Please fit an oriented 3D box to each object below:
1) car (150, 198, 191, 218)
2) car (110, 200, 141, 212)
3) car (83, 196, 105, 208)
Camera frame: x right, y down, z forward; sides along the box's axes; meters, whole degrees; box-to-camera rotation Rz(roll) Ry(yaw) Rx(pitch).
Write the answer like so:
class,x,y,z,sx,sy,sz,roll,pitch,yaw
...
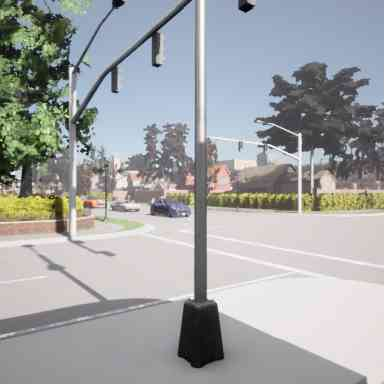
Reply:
class,x,y,z,sx,sy,sz,roll,pitch,yaw
car,-2.045,1.352,30.804,2.097,1.767,4.553,0,0,-36
car,-7.785,1.601,38.743,1.895,1.301,4.718,0,0,-36
car,-13.672,1.352,46.885,2.097,1.767,4.553,0,0,-36
